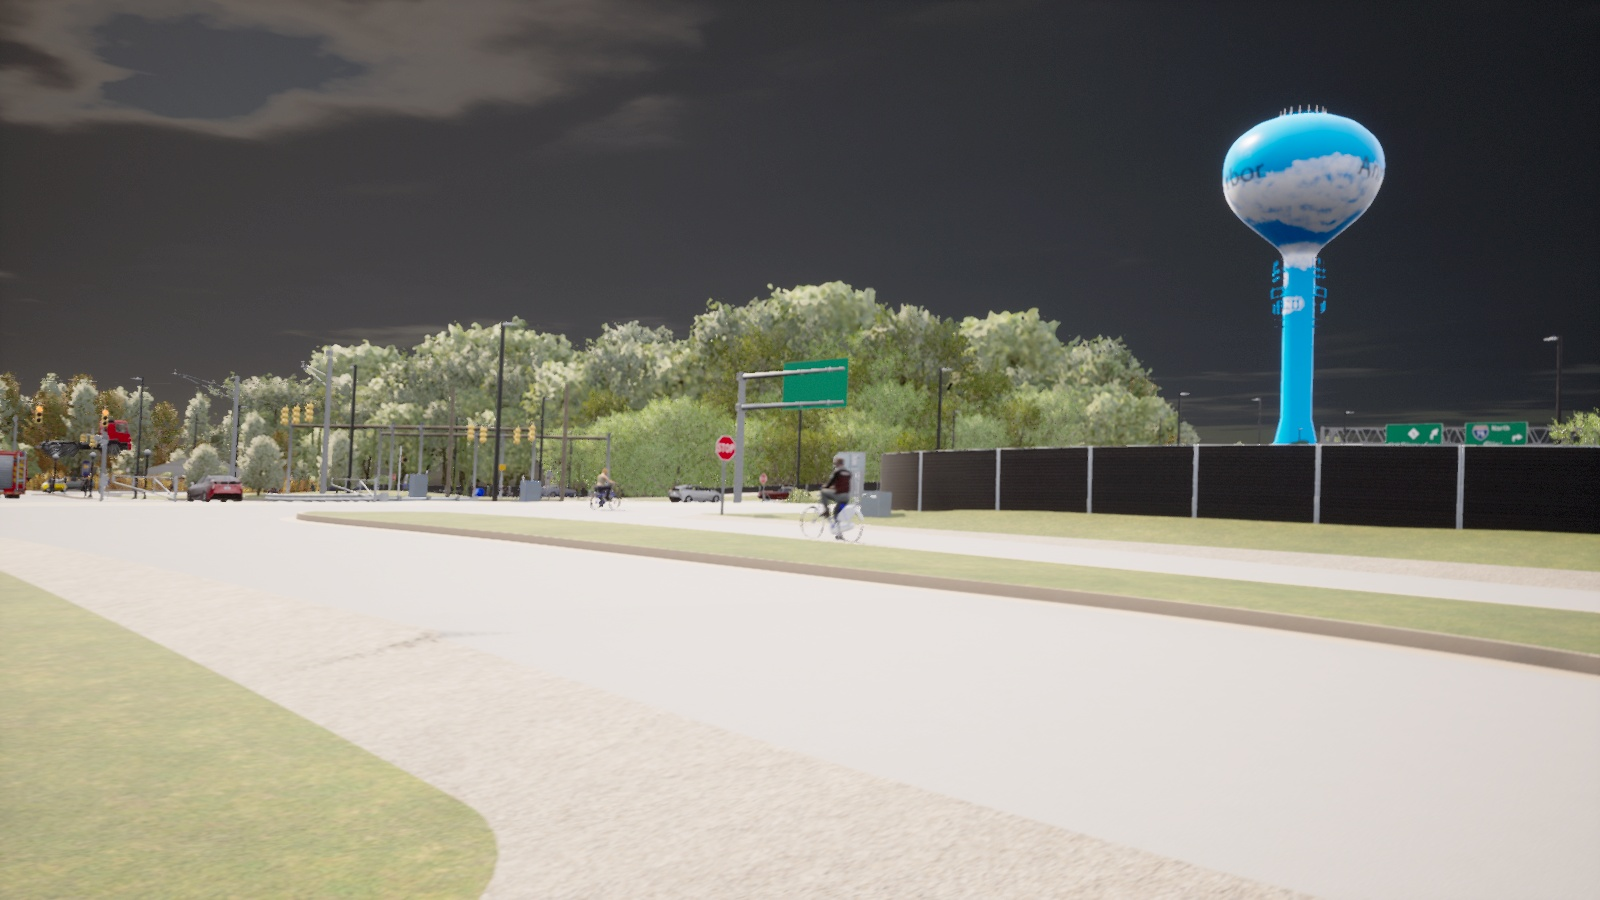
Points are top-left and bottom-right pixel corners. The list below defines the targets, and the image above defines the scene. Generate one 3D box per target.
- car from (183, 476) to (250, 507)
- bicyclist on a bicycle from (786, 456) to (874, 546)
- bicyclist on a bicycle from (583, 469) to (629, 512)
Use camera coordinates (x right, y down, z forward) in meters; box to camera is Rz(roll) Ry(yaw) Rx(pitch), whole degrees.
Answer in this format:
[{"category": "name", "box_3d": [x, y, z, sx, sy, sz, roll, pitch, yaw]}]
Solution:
[{"category": "car", "box_3d": [-30.322, 2.136, 65.188, 2.007, 1.525, 4.514, 2, -2, -39]}, {"category": "bicyclist on a bicycle", "box_3d": [0.601, 1.032, 25.966, 0.659, 1.776, 1.843, 3, -1, -42]}, {"category": "bicyclist on a bicycle", "box_3d": [-7.448, 1.550, 48.292, 0.866, 1.612, 1.509, 2, -1, 40]}]
